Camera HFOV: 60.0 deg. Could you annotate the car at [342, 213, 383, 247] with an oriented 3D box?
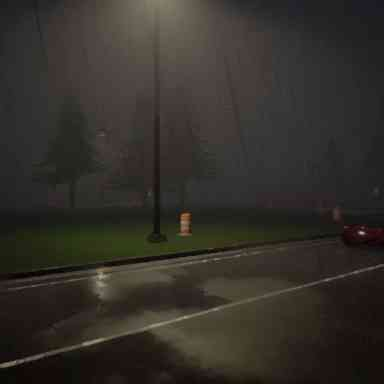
[{"bbox_3d":[8.245,1.569,14.099,4.181,1.385,1.994,0,0,-35],"label":"car"}]
